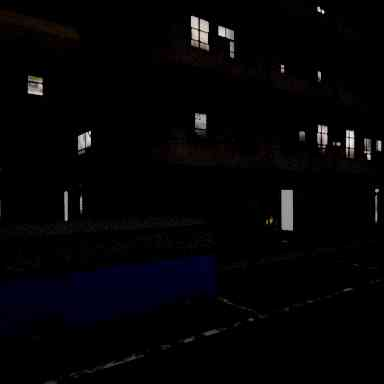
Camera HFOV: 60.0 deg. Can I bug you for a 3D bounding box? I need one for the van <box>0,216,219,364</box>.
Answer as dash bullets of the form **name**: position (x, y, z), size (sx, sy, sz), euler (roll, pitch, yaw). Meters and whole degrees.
- **van**: position (-1.431, 1.341, 5.550), size (3.998, 1.788, 1.690), euler (0, 0, -35)
